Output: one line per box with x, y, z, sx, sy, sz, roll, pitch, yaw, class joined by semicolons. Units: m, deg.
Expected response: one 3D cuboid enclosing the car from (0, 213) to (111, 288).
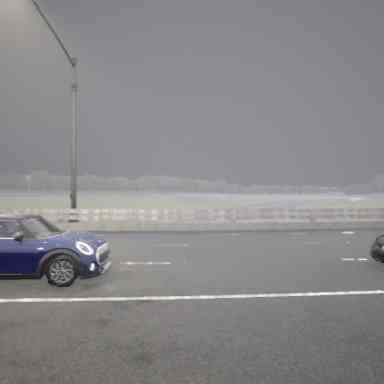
-4.500;1.352;8.706;4.553;1.767;2.097;0;0;-3;car

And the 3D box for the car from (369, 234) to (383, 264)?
7.604;1.597;9.884;4.181;1.385;1.994;0;0;-9;car
